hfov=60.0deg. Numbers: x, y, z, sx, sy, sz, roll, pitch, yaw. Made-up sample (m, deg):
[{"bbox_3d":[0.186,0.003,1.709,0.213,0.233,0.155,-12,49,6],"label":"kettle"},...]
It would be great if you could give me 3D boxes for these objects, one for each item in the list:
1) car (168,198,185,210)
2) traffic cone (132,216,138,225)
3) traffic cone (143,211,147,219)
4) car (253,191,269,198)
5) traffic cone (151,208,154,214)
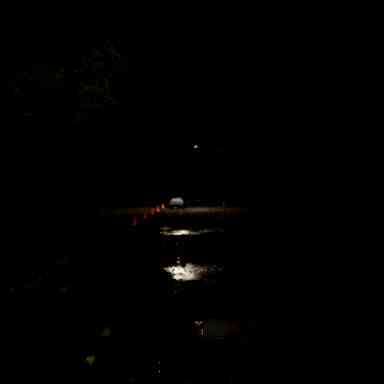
[{"bbox_3d":[-1.800,1.396,40.092,2.033,1.411,5.357,0,0,2],"label":"car"},{"bbox_3d":[-3.853,1.913,22.424,0.340,0.580,0.340,0,0,0],"label":"traffic cone"},{"bbox_3d":[-3.854,1.882,27.424,0.340,0.580,0.340,0,0,0],"label":"traffic cone"},{"bbox_3d":[17.193,0.465,82.818,4.553,1.767,2.097,-2,1,-41],"label":"car"},{"bbox_3d":[-3.854,1.851,32.424,0.340,0.580,0.340,0,0,0],"label":"traffic cone"}]
